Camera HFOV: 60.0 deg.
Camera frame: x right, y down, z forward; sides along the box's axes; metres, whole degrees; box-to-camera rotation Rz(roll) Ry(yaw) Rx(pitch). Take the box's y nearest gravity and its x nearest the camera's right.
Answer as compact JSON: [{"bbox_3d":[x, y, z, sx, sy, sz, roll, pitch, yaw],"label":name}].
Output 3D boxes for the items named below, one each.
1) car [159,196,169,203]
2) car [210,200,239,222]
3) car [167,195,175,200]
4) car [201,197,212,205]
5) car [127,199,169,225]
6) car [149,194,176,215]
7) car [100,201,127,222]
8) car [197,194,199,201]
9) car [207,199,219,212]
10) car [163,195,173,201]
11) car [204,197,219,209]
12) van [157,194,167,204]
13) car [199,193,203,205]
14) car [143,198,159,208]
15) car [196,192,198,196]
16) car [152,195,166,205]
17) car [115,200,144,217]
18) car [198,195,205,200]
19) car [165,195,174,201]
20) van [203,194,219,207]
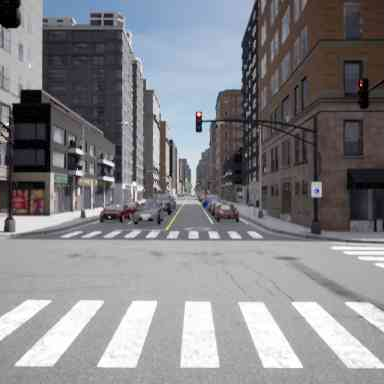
[{"bbox_3d":[-5.914,1.579,71.281,1.802,1.307,4.206,1,0,0],"label":"car"},{"bbox_3d":[2.653,1.577,25.897,1.802,1.307,4.206,1,0,0],"label":"car"},{"bbox_3d":[-5.934,1.544,93.973,1.887,1.381,4.507,1,0,0],"label":"car"},{"bbox_3d":[2.622,1.576,59.937,1.802,1.307,4.206,1,0,0],"label":"car"},{"bbox_3d":[-3.101,1.487,24.304,2.128,1.511,4.902,0,0,-1],"label":"car"},{"bbox_3d":[-3.133,1.215,34.225,2.150,2.045,5.566,0,0,0],"label":"car"},{"bbox_3d":[-5.873,1.539,25.899,1.887,1.381,4.507,1,0,0],"label":"car"},{"bbox_3d":[2.612,1.562,71.284,1.947,1.339,4.313,1,0,0],"label":"car"},{"bbox_3d":[2.648,1.576,31.571,1.802,1.307,4.206,1,0,0],"label":"car"},{"bbox_3d":[-5.924,1.564,82.628,1.947,1.339,4.313,1,0,0],"label":"car"},{"bbox_3d":[2.642,1.575,37.244,1.802,1.307,4.206,1,0,0],"label":"car"},{"bbox_3d":[-5.906,1.337,65.609,1.690,1.788,3.998,1,0,0],"label":"van"},{"bbox_3d":[2.635,1.308,48.591,2.192,1.841,5.009,1,0,0],"label":"car"},{"bbox_3d":[-5.893,1.575,48.590,1.802,1.307,4.206,1,0,0],"label":"car"},{"bbox_3d":[2.604,1.314,82.631,2.192,1.841,5.009,1,0,0],"label":"car"},{"bbox_3d":[-5.902,1.435,59.936,1.967,1.590,4.097,1,0,0],"label":"car"},{"bbox_3d":[-5.878,1.538,31.572,1.887,1.381,4.507,1,0,0],"label":"car"},{"bbox_3d":[2.592,1.525,94.148,1.752,1.417,4.829,1,0,0],"label":"car"},{"bbox_3d":[-5.929,1.565,88.301,1.947,1.339,4.313,1,0,0],"label":"car"},{"bbox_3d":[2.640,1.334,42.918,1.690,1.788,3.998,1,0,0],"label":"van"}]
